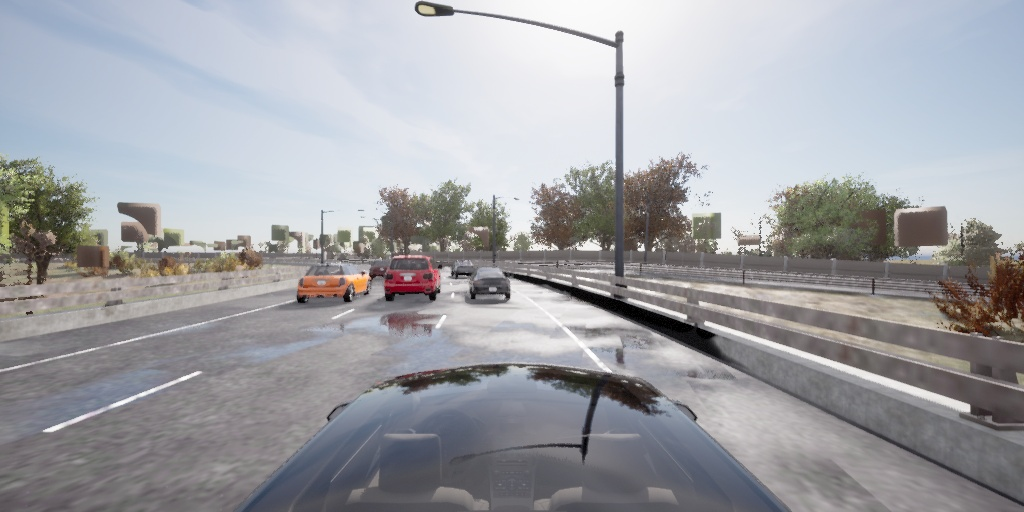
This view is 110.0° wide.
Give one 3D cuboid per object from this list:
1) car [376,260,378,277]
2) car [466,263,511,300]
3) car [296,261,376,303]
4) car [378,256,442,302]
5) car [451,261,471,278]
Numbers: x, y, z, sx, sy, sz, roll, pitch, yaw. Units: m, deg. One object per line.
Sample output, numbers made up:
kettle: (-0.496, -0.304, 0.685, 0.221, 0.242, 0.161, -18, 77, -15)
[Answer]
car: (-11.327, 1.114, 31.640, 2.097, 1.767, 4.553, 0, 0, -16)
car: (-1.167, 1.281, 17.780, 1.812, 1.442, 4.674, 0, 0, -8)
car: (-8.091, 1.114, 16.751, 2.097, 1.767, 4.553, 0, 0, -8)
car: (-4.635, 1.006, 17.310, 2.150, 2.045, 5.566, 0, 0, -8)
car: (-4.619, 1.243, 33.640, 2.128, 1.511, 4.902, 0, 0, -16)
